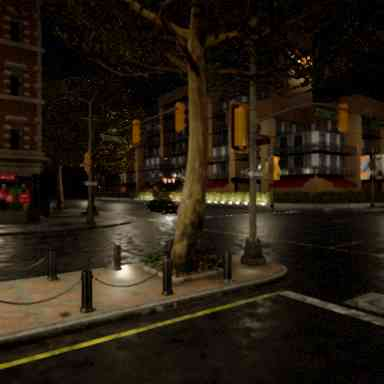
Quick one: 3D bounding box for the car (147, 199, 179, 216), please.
[{"bbox_3d":[-2.727,1.450,32.704,1.837,1.490,4.892,0,2,-36],"label":"car"}]
